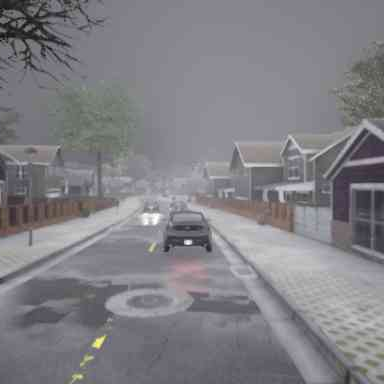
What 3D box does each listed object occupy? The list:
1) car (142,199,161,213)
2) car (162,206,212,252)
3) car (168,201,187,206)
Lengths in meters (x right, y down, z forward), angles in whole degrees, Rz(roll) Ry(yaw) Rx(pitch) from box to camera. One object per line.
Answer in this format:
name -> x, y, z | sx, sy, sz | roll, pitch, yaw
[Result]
car -> -4.742, 1.623, 39.321 | 2.128, 1.511, 4.902 | 0, 0, -6
car -> -0.217, 1.544, 14.194 | 1.837, 1.490, 4.892 | 0, 0, -2
car -> -1.412, 1.650, 34.144 | 2.033, 1.411, 5.357 | 0, 0, -5
